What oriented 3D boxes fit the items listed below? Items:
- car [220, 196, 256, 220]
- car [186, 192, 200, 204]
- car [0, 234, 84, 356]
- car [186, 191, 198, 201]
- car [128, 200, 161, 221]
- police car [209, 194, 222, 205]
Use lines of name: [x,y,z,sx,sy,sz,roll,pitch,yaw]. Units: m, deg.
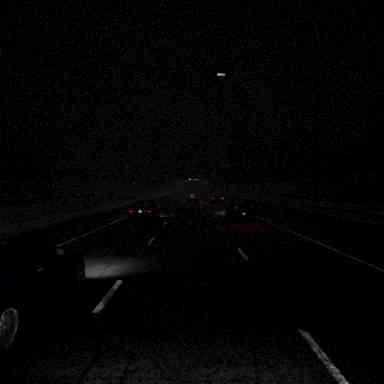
car: [3.554,1.252,24.987,2.128,1.511,4.902,0,1,0]
car: [0.101,0.991,50.155,2.128,1.511,4.902,0,1,0]
car: [-3.399,1.469,5.818,1.812,1.442,4.674,0,1,0]
car: [0.002,0.702,63.787,2.097,1.767,4.553,0,1,0]
car: [-3.399,1.314,24.296,2.033,1.411,5.357,0,1,0]
police car: [3.506,1.034,47.100,2.038,1.542,4.974,0,0,0]
